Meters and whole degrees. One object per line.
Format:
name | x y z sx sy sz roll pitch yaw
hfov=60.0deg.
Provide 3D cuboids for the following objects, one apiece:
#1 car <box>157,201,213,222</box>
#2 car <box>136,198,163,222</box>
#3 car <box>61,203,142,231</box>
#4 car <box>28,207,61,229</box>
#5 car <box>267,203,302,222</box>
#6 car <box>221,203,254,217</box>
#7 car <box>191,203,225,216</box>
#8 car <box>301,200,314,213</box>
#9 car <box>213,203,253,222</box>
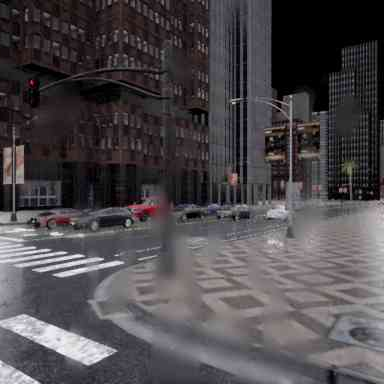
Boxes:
car | -0.501 1.874 30.346 2.128 1.511 4.902 0 -1 35
car | -3.976 1.579 31.051 2.150 2.045 5.566 0 -1 35
car | -5.975 1.748 22.536 1.837 1.490 4.892 0 -1 35
car | -9.264 1.788 23.491 1.994 1.385 4.181 0 -1 36
car | 8.643 2.009 31.726 1.812 1.442 4.674 0 -1 35
car | 5.385 2.057 38.730 1.812 1.442 4.674 0 -1 35
car | 1.954 2.034 39.515 1.812 1.442 4.674 0 -1 35
car | 16.041 2.285 47.953 2.033 1.411 5.357 0 -1 35
car | 4.025 1.920 30.799 2.128 1.511 4.902 0 -1 35
